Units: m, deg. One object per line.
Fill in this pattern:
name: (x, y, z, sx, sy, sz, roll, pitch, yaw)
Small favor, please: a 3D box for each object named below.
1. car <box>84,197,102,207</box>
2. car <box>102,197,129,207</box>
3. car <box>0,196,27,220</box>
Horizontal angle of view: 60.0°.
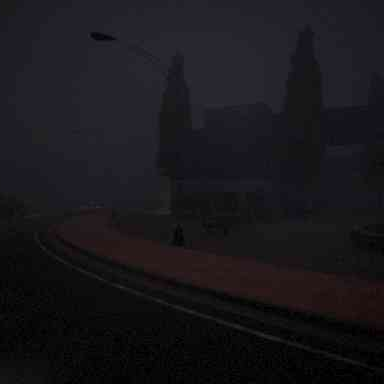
car: (-17.164, 1.676, 59.668, 2.097, 1.767, 4.553, 0, 0, 26)
car: (-13.269, 1.816, 59.725, 2.128, 1.511, 4.902, 0, 0, 26)
car: (-16.747, 1.384, 29.727, 2.150, 2.045, 5.566, 0, 0, -6)
